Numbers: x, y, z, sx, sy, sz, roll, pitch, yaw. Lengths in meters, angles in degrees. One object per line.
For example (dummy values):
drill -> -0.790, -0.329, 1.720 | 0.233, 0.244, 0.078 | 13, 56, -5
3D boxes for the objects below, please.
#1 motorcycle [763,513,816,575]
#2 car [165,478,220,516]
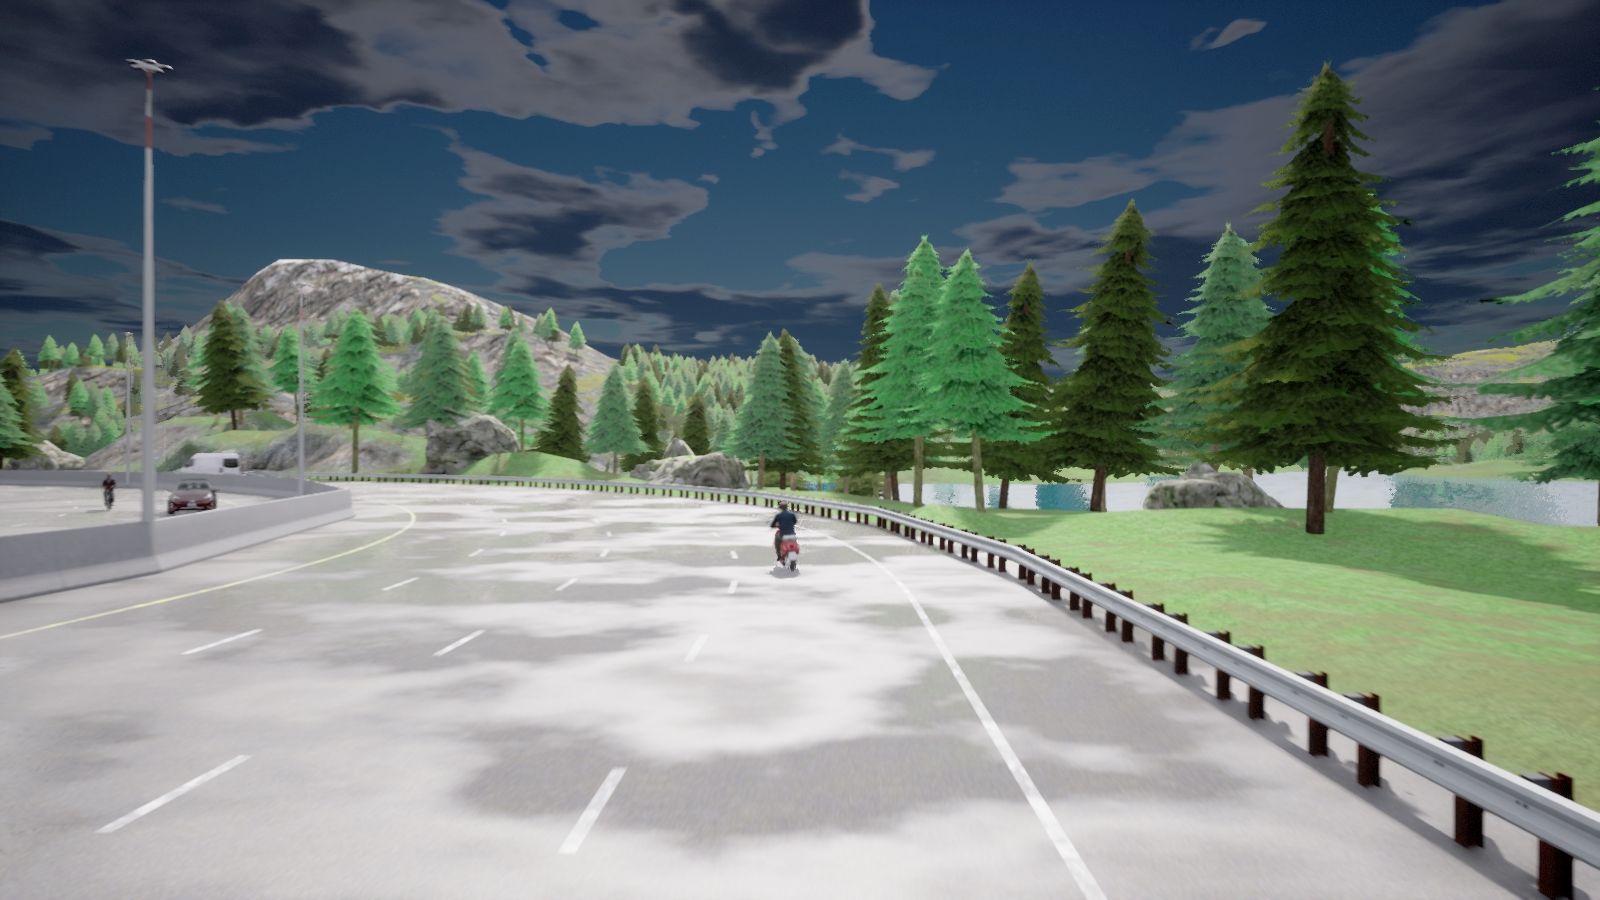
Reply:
motorcycle -> -0.270, 2.201, 26.999 | 0.856, 1.236, 1.805 | -5, 1, -10
car -> -27.166, 2.056, 51.227 | 2.007, 1.525, 4.514 | 0, 0, -26
